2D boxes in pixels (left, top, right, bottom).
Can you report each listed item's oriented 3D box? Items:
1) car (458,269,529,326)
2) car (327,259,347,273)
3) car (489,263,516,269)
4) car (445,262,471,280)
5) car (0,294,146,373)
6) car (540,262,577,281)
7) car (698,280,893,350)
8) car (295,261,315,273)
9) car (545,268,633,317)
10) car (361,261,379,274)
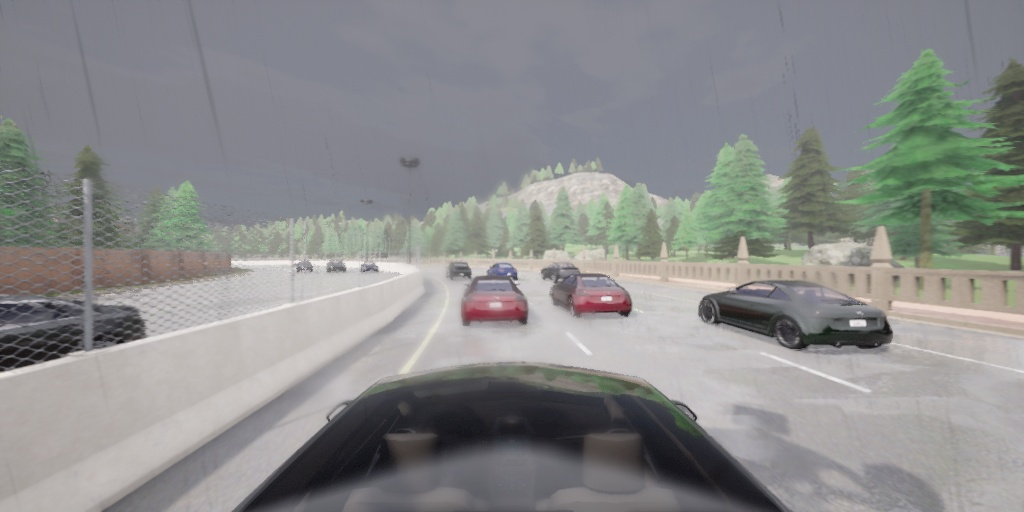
[{"bbox_3d":[-0.634,1.319,11.826,1.994,1.385,4.181,0,0,-5],"label":"car"},{"bbox_3d":[-22.173,1.202,45.336,2.097,1.767,4.553,0,0,-29],"label":"car"},{"bbox_3d":[-0.856,1.285,30.670,1.812,1.442,4.674,0,0,-16],"label":"car"},{"bbox_3d":[-4.735,1.281,31.513,1.837,1.490,4.892,0,0,-17],"label":"car"},{"bbox_3d":[-7.275,1.272,4.204,2.128,1.511,4.902,0,0,-2],"label":"car"},{"bbox_3d":[3.631,1.232,27.514,2.128,1.511,4.902,0,0,-14],"label":"car"},{"bbox_3d":[6.630,1.288,9.021,1.994,1.385,4.181,0,0,-4],"label":"car"},{"bbox_3d":[-26.738,1.376,46.301,1.837,1.490,4.892,0,-1,-31],"label":"car"},{"bbox_3d":[2.730,1.305,13.154,1.994,1.385,4.181,0,0,-6],"label":"car"},{"bbox_3d":[-17.618,1.379,44.338,2.033,1.411,5.357,0,0,-27],"label":"car"}]
